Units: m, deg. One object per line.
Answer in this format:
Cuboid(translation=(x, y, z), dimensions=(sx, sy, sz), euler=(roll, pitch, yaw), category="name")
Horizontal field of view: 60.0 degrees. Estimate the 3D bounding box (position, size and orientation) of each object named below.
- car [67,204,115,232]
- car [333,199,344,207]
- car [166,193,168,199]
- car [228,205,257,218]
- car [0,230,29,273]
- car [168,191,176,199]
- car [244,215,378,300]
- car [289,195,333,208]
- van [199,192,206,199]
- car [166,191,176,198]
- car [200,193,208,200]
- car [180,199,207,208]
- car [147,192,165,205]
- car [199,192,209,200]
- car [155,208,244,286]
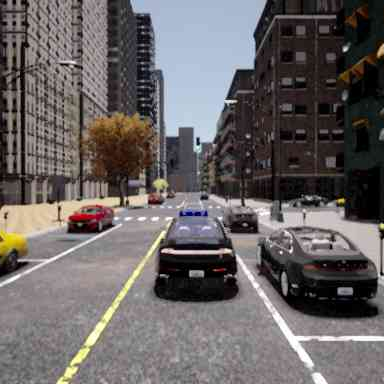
Cuboid(translation=(-5.680, 1.408, 19.090), dimensions=(1.887, 1.381, 4.507), euler=(0, 0, 0), category="car")
Cuboid(translation=(18.847, 0.976, 38.531), dimensions=(4.829, 1.417, 1.752), euler=(-1, 1, -1), category="car")
Cuboid(translation=(-5.654, 1.187, 57.001), dimensions=(1.947, 1.339, 4.313), euler=(0, 0, 0), category="car")
Cuboid(translation=(2.700, 1.414, 19.084), dimensions=(2.008, 1.369, 4.403), euler=(0, 0, 0), category="car")
Cuboid(translation=(-5.688, 1.467, 7.855), dimensions=(1.752, 1.417, 4.829), euler=(0, 0, 0), category="car")
Cuboid(translation=(-5.634, 1.027, 84.615), dimensions=(1.947, 1.339, 4.313), euler=(0, 0, 0), category="car")
Cuboid(translation=(2.692, 1.492, 8.019), dimensions=(2.008, 1.369, 4.403), euler=(0, 0, 0), category="car")
Cuboid(translation=(13.451, 1.076, 38.481), dimensions=(4.403, 1.369, 2.008), euler=(-1, 1, -1), category="car")
Cuboid(translation=(2.746, 0.802, 84.607), dimensions=(1.690, 1.788, 3.998), euler=(0, 0, 0), category="van")
Cuboid(translation=(-5.631, 0.746, 90.135), dimensions=(2.192, 1.841, 5.009), euler=(0, 0, 0), category="car")
Cuboid(translation=(2.743, 1.016, 79.255), dimensions=(1.752, 1.417, 4.829), euler=(0, 0, 0), category="car")
Cuboid(translation=(0.107, 1.432, 23.871), dimensions=(1.895, 1.301, 4.718), euler=(0, 0, 0), category="car")
Cuboid(translation=(-5.658, 0.970, 51.476), dimensions=(2.192, 1.841, 5.009), euler=(0, 0, 0), category="car")
Cuboid(translation=(2.739, 1.089, 73.563), dimensions=(1.947, 1.339, 4.313), euler=(0, 0, 0), category="car")
Cuboid(translation=(0.096, 1.425, 9.172), dimensions=(2.128, 1.511, 4.902), euler=(0, 0, 0), category="car")
